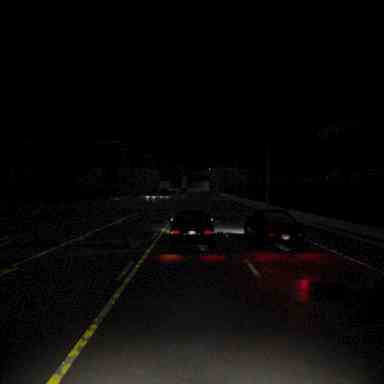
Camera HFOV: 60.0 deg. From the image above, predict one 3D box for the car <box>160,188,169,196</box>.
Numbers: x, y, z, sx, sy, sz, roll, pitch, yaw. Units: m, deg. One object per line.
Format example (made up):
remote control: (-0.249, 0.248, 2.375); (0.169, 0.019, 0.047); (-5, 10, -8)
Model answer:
car: (-6.999, -0.032, 85.319); (2.150, 2.045, 5.566); (0, 1, 0)

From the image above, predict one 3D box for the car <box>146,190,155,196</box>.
car: (-10.499, 0.276, 85.242); (1.812, 1.442, 4.674); (0, 1, 0)

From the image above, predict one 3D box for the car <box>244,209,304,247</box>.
car: (3.500, 1.490, 14.688); (1.812, 1.442, 4.674); (0, 0, 0)

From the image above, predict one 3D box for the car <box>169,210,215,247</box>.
car: (0.000, 1.520, 14.688); (2.033, 1.411, 5.357); (0, 0, 0)
